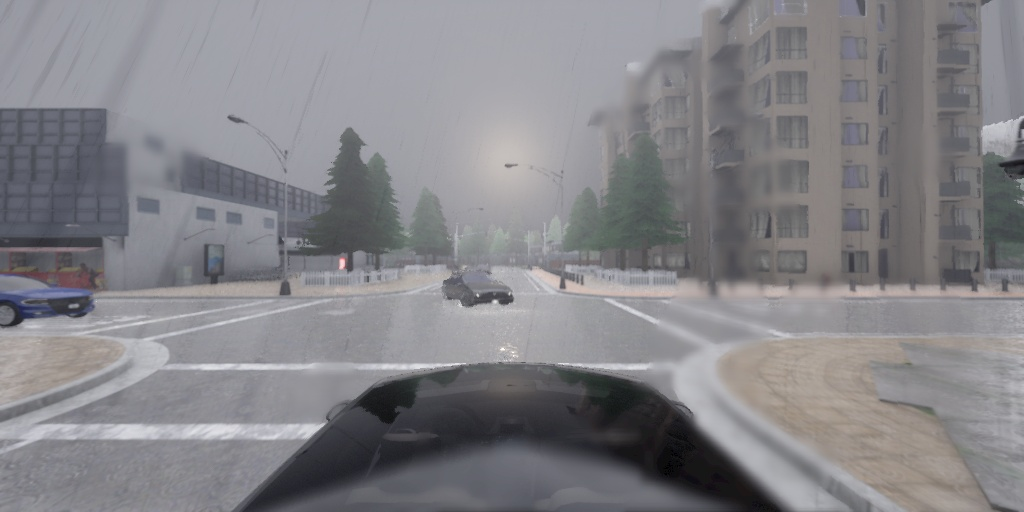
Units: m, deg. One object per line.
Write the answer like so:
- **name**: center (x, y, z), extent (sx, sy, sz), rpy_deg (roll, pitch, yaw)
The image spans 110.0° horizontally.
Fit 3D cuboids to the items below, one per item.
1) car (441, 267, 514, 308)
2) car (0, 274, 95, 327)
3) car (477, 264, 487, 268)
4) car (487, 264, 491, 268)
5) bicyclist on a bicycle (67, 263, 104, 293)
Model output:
- **car**: center (-1.810, 1.426, 16.457), extent (2.033, 1.411, 5.357), rpy_deg (0, 0, -26)
- **car**: center (-16.303, 1.305, 11.327), extent (5.008, 1.535, 1.882), rpy_deg (0, -1, 0)
- **car**: center (-3.640, 1.648, 32.666), extent (1.895, 1.301, 4.718), rpy_deg (0, -1, 0)
- **car**: center (-3.626, 1.722, 45.845), extent (2.033, 1.411, 5.357), rpy_deg (0, -1, 0)
- **bicyclist on a bicycle**: center (-22.392, 1.200, 18.864), extent (0.582, 1.620, 1.656), rpy_deg (0, 0, 0)
